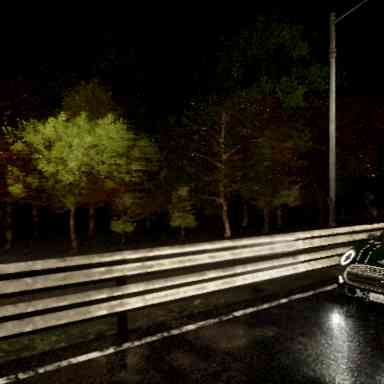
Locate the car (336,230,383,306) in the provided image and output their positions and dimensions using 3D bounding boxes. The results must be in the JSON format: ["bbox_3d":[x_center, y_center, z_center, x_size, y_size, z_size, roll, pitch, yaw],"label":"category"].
[{"bbox_3d":[5.263,1.379,7.454,4.553,1.767,2.097,0,0,-36],"label":"car"}]
